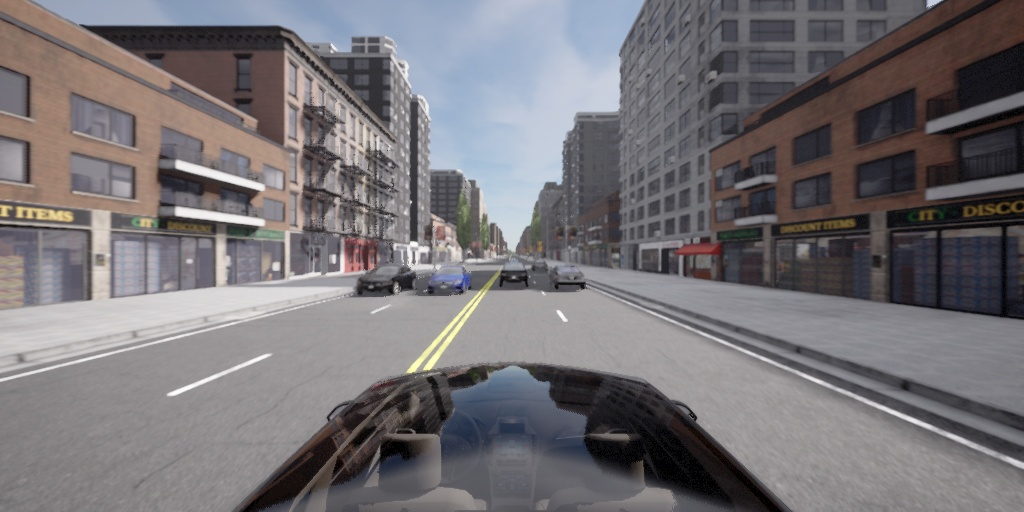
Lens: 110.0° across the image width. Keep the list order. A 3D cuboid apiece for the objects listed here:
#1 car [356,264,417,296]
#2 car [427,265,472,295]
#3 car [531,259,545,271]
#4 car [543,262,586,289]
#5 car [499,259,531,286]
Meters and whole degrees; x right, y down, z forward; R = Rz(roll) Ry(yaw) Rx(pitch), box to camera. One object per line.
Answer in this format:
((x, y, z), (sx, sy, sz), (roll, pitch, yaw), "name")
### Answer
((-6.520, 1.180, 19.131), (1.882, 1.535, 5.008), (0, 0, 1), "car")
((-3.267, 1.232, 19.583), (1.812, 1.442, 4.674), (0, 0, 1), "car")
((3.439, 1.152, 46.033), (2.128, 1.511, 4.902), (0, 0, 0), "car")
((3.368, 1.259, 22.665), (2.033, 1.411, 5.357), (0, 0, 0), "car")
((0.130, 1.178, 25.036), (1.882, 1.535, 5.008), (0, 0, 0), "car")
